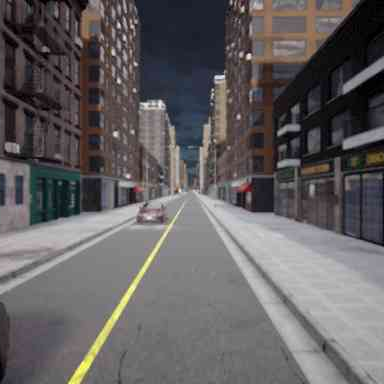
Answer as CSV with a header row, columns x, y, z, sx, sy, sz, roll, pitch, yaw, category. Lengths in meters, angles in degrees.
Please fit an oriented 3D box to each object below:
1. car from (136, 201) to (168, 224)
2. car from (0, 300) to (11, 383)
x,y,z,sx,sy,sz,roll,pitch,yaw,category
-2.770,1.424,23.982,1.812,1.442,4.674,0,0,1,car
-2.837,1.496,1.599,1.837,1.490,4.892,0,1,0,car
